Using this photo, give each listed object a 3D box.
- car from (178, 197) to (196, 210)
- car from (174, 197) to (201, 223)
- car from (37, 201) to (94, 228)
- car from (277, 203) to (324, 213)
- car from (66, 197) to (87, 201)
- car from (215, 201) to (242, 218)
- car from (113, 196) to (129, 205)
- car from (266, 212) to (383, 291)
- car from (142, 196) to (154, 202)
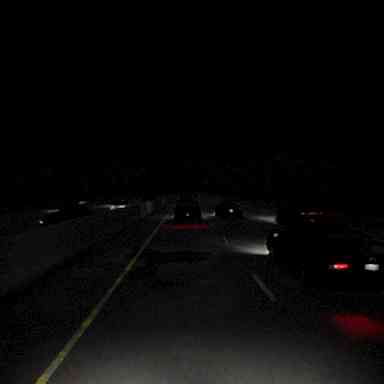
[{"bbox_3d":[-0.697,1.368,41.685,2.128,1.511,4.902,0,0,-1],"label":"car"},{"bbox_3d":[-0.338,1.403,24.934,1.882,1.535,5.008,0,0,-1],"label":"car"},{"bbox_3d":[-7.440,1.489,20.302,2.033,1.411,5.357,0,0,-1],"label":"car"},{"bbox_3d":[6.745,1.425,21.029,2.128,1.511,4.902,0,0,-1],"label":"car"},{"bbox_3d":[-14.907,1.384,42.812,1.837,1.490,4.892,0,0,-1],"label":"car"},{"bbox_3d":[3.084,1.476,28.608,1.994,1.385,4.181,0,0,-1],"label":"car"},{"bbox_3d":[-11.620,1.318,54.510,1.882,1.535,5.008,0,0,-1],"label":"car"},{"bbox_3d":[3.489,1.518,9.046,2.033,1.411,5.357,0,0,-1],"label":"car"},{"bbox_3d":[-8.265,1.423,62.648,1.895,1.301,4.718,0,0,-1],"label":"car"}]
